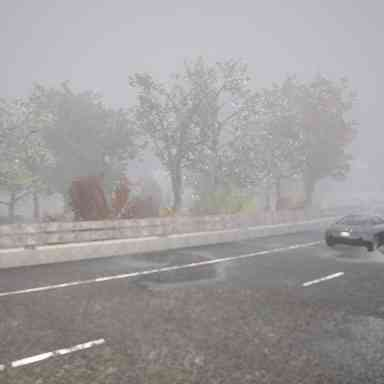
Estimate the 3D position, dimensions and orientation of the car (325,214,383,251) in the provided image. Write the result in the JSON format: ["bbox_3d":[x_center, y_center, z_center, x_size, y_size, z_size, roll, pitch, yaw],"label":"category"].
[{"bbox_3d":[7.706,1.706,14.953,4.181,1.385,1.994,1,0,-44],"label":"car"}]

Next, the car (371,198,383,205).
[{"bbox_3d":[43.663,2.263,78.861,1.812,1.442,4.674,0,0,4],"label":"car"}]

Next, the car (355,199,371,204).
[{"bbox_3d":[40.189,2.272,79.285,1.994,1.385,4.181,0,0,4],"label":"car"}]
